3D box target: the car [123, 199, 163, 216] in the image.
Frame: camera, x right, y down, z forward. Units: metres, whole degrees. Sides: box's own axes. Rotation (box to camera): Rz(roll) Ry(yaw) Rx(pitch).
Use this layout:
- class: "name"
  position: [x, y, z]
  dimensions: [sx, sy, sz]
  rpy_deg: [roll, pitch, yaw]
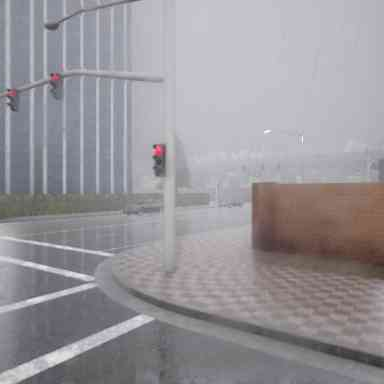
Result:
- class: "car"
  position: [-4.580, 1.512, 32.360]
  dimensions: [1.837, 1.490, 4.892]
  rpy_deg: [0, 0, 35]

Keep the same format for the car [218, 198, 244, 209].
- class: "car"
  position: [5.479, 1.536, 46.377]
  dimensions: [2.128, 1.511, 4.902]
  rpy_deg: [0, 0, 35]
